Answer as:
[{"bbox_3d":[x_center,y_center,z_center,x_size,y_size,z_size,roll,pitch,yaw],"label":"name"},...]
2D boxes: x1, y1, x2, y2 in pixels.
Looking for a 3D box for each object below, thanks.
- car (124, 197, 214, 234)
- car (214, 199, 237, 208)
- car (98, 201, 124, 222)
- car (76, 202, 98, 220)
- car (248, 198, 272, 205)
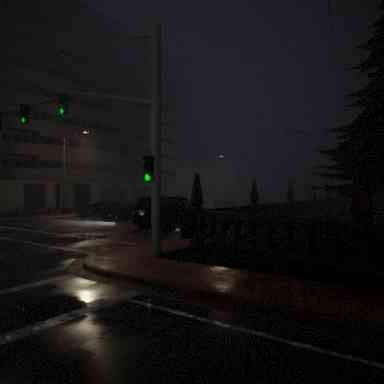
[{"bbox_3d":[-1.177,1.283,20.112,2.150,2.045,5.566,0,0,35],"label":"car"},{"bbox_3d":[4.736,1.622,47.203,1.994,1.385,4.181,0,0,35],"label":"car"},{"bbox_3d":[-5.111,1.622,26.899,1.994,1.385,4.181,0,0,35],"label":"car"},{"bbox_3d":[-7.795,1.563,29.171,1.837,1.490,4.892,0,0,35],"label":"car"},{"bbox_3d":[10.031,1.606,48.653,2.033,1.411,5.357,0,0,35],"label":"car"}]
